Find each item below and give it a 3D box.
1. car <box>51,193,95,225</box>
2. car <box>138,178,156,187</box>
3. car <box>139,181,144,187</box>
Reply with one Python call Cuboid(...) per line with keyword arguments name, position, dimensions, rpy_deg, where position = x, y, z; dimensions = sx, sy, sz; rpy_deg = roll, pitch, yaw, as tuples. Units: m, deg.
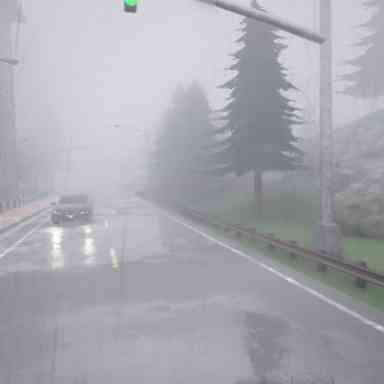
Cuboid(name="car", position=(-6.471, 0.832, 18.315), dimensions=(1.837, 1.490, 4.892), rpy_deg=(-2, 3, -15))
Cuboid(name="car", position=(-10.757, -2.244, 79.337), dimensions=(3.866, 1.878, 1.905), rpy_deg=(-2, 3, -16))
Cuboid(name="car", position=(-9.698, -2.165, 77.026), dimensions=(4.605, 1.855, 1.932), rpy_deg=(-2, 3, -16))
